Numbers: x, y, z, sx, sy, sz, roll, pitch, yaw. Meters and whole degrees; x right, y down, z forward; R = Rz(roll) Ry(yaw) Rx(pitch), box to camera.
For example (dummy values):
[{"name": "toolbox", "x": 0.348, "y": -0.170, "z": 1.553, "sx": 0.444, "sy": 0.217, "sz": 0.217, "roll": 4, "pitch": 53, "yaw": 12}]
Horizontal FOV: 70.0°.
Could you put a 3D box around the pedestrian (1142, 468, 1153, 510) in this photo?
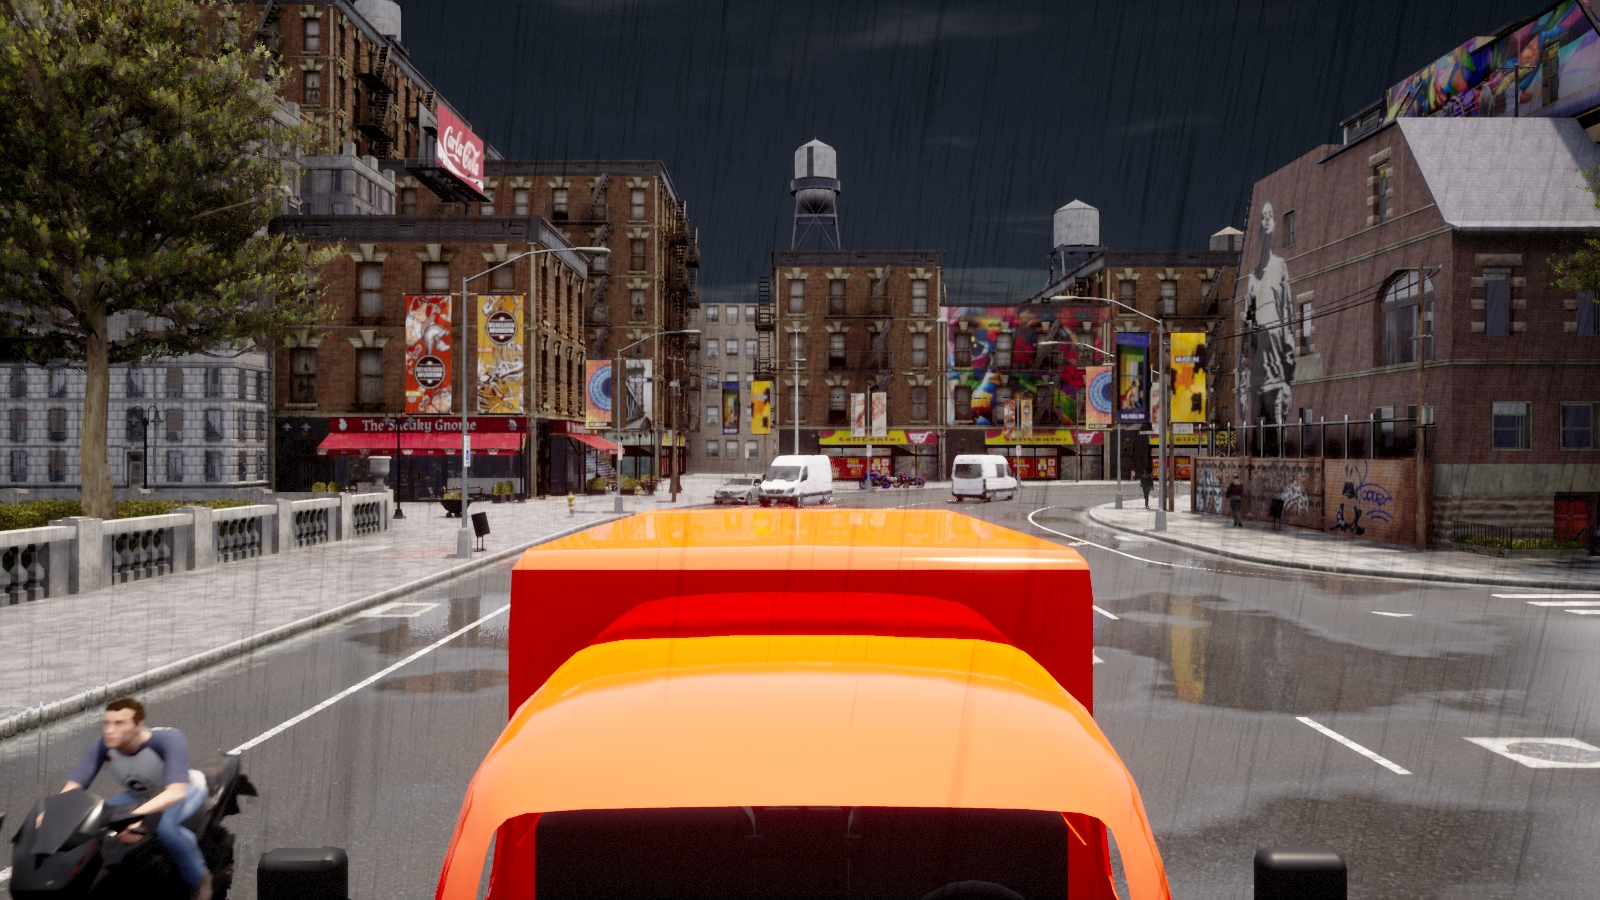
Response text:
[{"name": "pedestrian", "x": 15.484, "y": 1.716, "z": 50.889, "sx": 0.375, "sy": 1.860, "sz": 0.375, "roll": 0, "pitch": 0, "yaw": 42}]

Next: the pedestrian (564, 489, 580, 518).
[{"name": "pedestrian", "x": -8.938, "y": 2.094, "z": 44.732, "sx": 0.500, "sy": 1.100, "sz": 0.500, "roll": 0, "pitch": 0, "yaw": 2}]

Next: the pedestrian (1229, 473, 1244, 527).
[{"name": "pedestrian", "x": 15.067, "y": 1.712, "z": 39.478, "sx": 0.375, "sy": 1.860, "sz": 0.375, "roll": 0, "pitch": 0, "yaw": 0}]

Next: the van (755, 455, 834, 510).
[{"name": "van", "x": -0.194, "y": 1.556, "z": 56.903, "sx": 1.988, "sy": 2.561, "sz": 5.915, "roll": 0, "pitch": 0, "yaw": 21}]

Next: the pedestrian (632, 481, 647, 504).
[{"name": "pedestrian", "x": -7.918, "y": 2.098, "z": 56.351, "sx": 0.500, "sy": 1.100, "sz": 0.500, "roll": 0, "pitch": 0, "yaw": 29}]

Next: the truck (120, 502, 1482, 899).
[{"name": "truck", "x": -0.002, "y": 1.571, "z": 4.805, "sx": 2.627, "sy": 2.467, "sz": 5.204, "roll": 0, "pitch": 0, "yaw": 0}]

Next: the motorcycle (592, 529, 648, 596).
[{"name": "motorcycle", "x": -3.588, "y": 2.222, "z": 22.925, "sx": 0.803, "sy": 1.145, "sz": 2.033, "roll": 0, "pitch": 0, "yaw": 0}]

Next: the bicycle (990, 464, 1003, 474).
[{"name": "bicycle", "x": 23.013, "y": 2.257, "z": 133.668, "sx": 1.643, "sy": 1.196, "sz": 0.373, "roll": 0, "pitch": 1, "yaw": -34}]

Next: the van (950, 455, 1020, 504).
[{"name": "van", "x": 10.324, "y": 1.559, "z": 63.280, "sx": 1.988, "sy": 2.561, "sz": 5.915, "roll": 0, "pitch": 0, "yaw": 29}]
